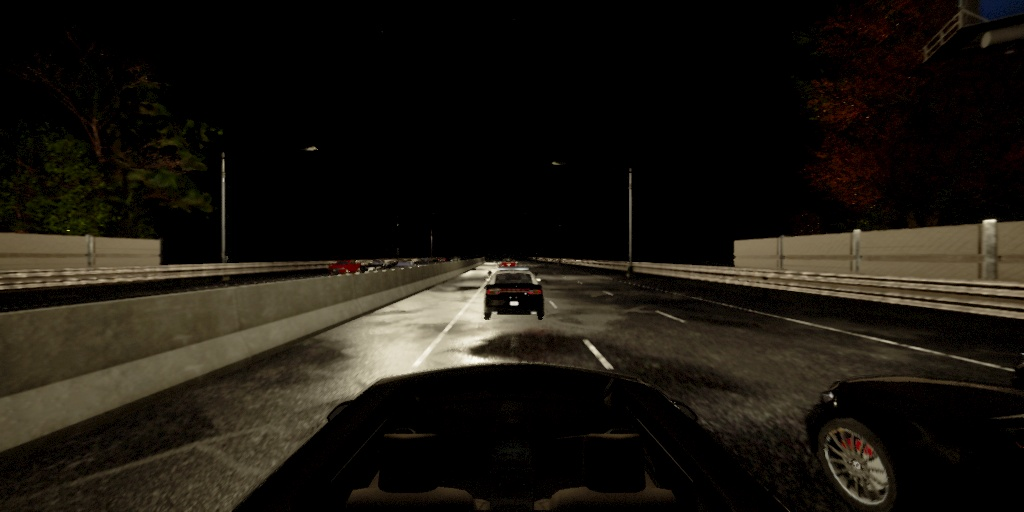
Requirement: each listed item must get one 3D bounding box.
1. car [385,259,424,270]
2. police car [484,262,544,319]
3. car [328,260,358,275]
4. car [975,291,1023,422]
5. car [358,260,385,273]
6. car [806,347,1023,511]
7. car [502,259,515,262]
[{"bbox_3d":[-10.977,1.286,36.996,2.033,1.411,5.357,0,0,-1],"label":"car"},{"bbox_3d":[0.048,1.173,13.014,1.930,1.638,5.238,0,0,0],"label":"police car"},{"bbox_3d":[-18.012,1.216,38.746,1.882,1.535,5.008,0,0,-1],"label":"car"},{"bbox_3d":[7.092,1.226,2.257,1.882,1.535,5.008,0,0,0],"label":"car"},{"bbox_3d":[-14.526,1.230,39.347,2.128,1.511,4.902,0,0,-1],"label":"car"},{"bbox_3d":[3.593,1.275,1.283,1.812,1.442,4.674,0,0,0],"label":"car"},{"bbox_3d":[-0.412,1.084,42.823,2.097,1.767,4.553,0,0,-1],"label":"car"}]
